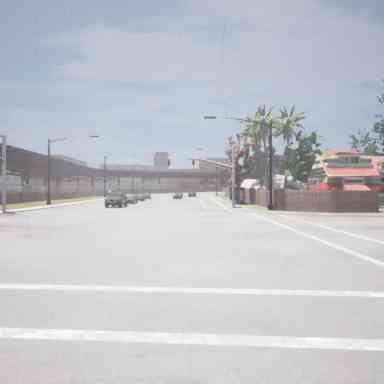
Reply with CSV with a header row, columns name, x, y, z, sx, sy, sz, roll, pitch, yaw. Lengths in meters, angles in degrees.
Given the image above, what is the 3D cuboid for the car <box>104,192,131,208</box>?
name,x,y,z,sx,sy,sz,roll,pitch,yaw
car,-10.505,1.081,46.356,2.150,2.045,5.566,0,1,1

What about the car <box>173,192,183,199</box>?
name,x,y,z,sx,sy,sz,roll,pitch,yaw
car,-3.417,0.963,76.862,1.895,1.301,4.718,0,1,0

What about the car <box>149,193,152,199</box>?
name,x,y,z,sx,sy,sz,roll,pitch,yaw
car,-10.417,0.897,76.557,1.812,1.442,4.674,0,1,0

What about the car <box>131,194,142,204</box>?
name,x,y,z,sx,sy,sz,roll,pitch,yaw
car,-10.439,1.286,56.507,2.033,1.411,5.357,0,1,0

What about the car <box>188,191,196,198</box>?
name,x,y,z,sx,sy,sz,roll,pitch,yaw
car,0.094,0.519,86.818,2.097,1.767,4.553,0,1,0

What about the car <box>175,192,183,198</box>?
name,x,y,z,sx,sy,sz,roll,pitch,yaw
car,-3.406,0.709,87.180,1.994,1.385,4.181,0,1,0

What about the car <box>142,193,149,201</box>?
name,x,y,z,sx,sy,sz,roll,pitch,yaw
car,-10.428,1.143,66.225,1.994,1.385,4.181,0,1,0
